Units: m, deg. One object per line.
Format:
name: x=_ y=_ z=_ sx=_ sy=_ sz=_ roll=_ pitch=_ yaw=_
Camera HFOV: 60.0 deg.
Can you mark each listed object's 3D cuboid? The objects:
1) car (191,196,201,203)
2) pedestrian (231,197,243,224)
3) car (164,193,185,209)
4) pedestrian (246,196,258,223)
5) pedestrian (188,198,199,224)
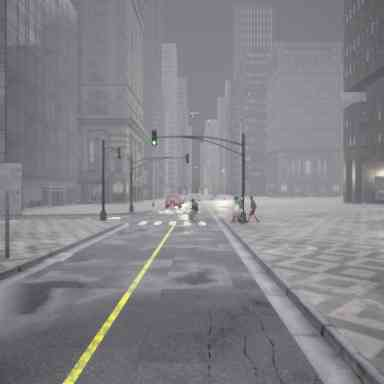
car: x=0.878 y=1.552 z=68.042 sx=2.033 sy=1.411 sz=5.357 roll=0 pitch=0 yaw=1
pedestrian: x=2.900 y=1.136 z=21.554 sx=0.375 sy=1.860 sz=0.375 roll=0 pitch=0 yaw=1
car: x=-2.506 y=1.217 z=45.767 sx=2.150 sy=2.045 sz=5.566 roll=0 pitch=0 yaw=1
pedestrian: x=3.991 y=1.138 z=22.139 sx=0.375 sy=1.860 sz=0.375 roll=0 pitch=0 yaw=1
pedestrian: x=0.116 y=1.291 z=22.811 sx=0.375 sy=1.860 sz=0.375 roll=0 pitch=0 yaw=1
